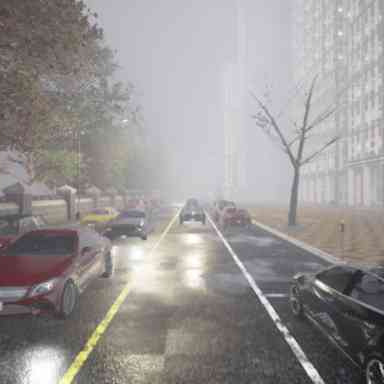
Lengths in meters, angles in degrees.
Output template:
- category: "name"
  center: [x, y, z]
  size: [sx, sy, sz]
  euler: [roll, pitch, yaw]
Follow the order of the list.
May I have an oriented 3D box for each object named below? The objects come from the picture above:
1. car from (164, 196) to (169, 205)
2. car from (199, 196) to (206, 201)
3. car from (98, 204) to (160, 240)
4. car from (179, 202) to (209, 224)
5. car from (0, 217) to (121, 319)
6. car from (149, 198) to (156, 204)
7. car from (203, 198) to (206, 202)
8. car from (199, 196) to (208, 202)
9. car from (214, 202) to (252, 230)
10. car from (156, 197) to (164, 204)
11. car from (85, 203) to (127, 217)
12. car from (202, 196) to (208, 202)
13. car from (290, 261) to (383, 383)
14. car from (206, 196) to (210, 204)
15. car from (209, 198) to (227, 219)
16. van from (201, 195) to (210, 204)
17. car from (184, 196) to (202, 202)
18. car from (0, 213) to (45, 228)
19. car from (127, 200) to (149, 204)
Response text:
- category: "car"
  center: [-5.692, 1.647, 60.792]
  size: [1.887, 1.381, 4.507]
  euler: [0, 0, 0]
- category: "car"
  center: [2.688, 1.761, 88.954]
  size: [1.802, 1.307, 4.206]
  euler: [0, 0, 0]
- category: "car"
  center: [-3.001, 1.569, 17.288]
  size: [2.033, 1.411, 5.357]
  euler: [0, 0, 0]
- category: "car"
  center: [0.043, 1.634, 24.882]
  size: [1.895, 1.301, 4.718]
  euler: [0, 0, 1]
- category: "car"
  center: [-3.092, 1.534, 7.538]
  size: [1.812, 1.442, 4.674]
  euler: [0, 0, 0]
- category: "car"
  center: [-5.691, 1.601, 38.264]
  size: [1.887, 1.381, 4.507]
  euler: [0, 0, 0]
- category: "car"
  center: [2.689, 1.607, 38.264]
  size: [2.008, 1.369, 4.403]
  euler: [0, 0, 0]
- category: "car"
  center: [2.688, 1.728, 77.689]
  size: [1.802, 1.307, 4.206]
  euler: [0, 0, 0]
- category: "car"
  center: [2.690, 1.572, 21.368]
  size: [1.887, 1.381, 4.507]
  euler: [0, 0, 0]
- category: "car"
  center: [-5.691, 1.622, 49.528]
  size: [1.887, 1.381, 4.507]
  euler: [0, 0, 0]
- category: "car"
  center: [-5.690, 1.552, 21.198]
  size: [1.752, 1.417, 4.829]
  euler: [0, 0, 0]
- category: "car"
  center: [2.689, 1.617, 43.896]
  size: [2.008, 1.369, 4.403]
  euler: [0, 0, 0]
- category: "car"
  center: [2.690, 1.571, 4.470]
  size: [1.947, 1.339, 4.313]
  euler: [0, 0, 0]
- category: "car"
  center: [2.690, 1.486, 32.632]
  size: [1.967, 1.590, 4.097]
  euler: [0, 0, 0]
- category: "car"
  center: [2.690, 1.476, 27.000]
  size: [1.967, 1.590, 4.097]
  euler: [0, 0, 0]
- category: "van"
  center: [2.688, 1.457, 66.427]
  size: [1.690, 1.788, 3.998]
  euler: [0, 0, 0]
- category: "car"
  center: [0.089, 1.574, 44.450]
  size: [1.837, 1.490, 4.892]
  euler: [0, 0, 0]
- category: "car"
  center: [-5.690, 1.452, 10.103]
  size: [1.967, 1.590, 4.097]
  euler: [0, 0, 0]
- category: "car"
  center: [-5.690, 1.486, 32.631]
  size: [1.967, 1.590, 4.097]
  euler: [0, 0, 0]
